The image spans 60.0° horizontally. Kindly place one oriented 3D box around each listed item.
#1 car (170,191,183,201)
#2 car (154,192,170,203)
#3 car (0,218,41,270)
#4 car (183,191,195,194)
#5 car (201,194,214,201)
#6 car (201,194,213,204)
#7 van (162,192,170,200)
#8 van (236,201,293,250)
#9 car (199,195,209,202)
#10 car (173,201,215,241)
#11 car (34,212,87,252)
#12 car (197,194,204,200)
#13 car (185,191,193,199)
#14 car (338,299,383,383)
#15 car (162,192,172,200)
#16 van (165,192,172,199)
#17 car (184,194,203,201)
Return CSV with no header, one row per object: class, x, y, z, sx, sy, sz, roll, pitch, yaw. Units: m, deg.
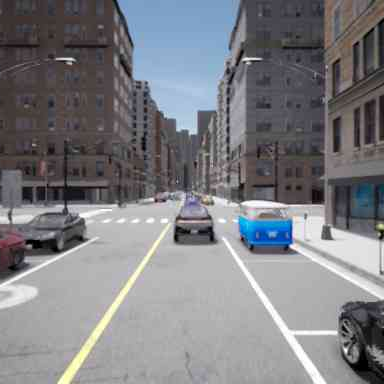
car,-3.478,1.068,71.760,2.097,1.767,4.553,0,0,-1
car,-6.037,1.063,63.795,2.192,1.841,5.009,0,0,-1
car,-5.671,1.550,8.212,1.802,1.307,4.206,0,0,0
car,-0.619,1.188,81.971,2.128,1.511,4.902,0,0,-1
car,2.639,1.319,53.032,1.752,1.417,4.829,0,0,-1
car,2.565,1.212,58.387,1.967,1.590,4.097,0,0,-1
van,-6.266,1.014,80.371,1.690,1.788,3.998,0,0,-1
van,2.852,1.289,13.673,1.690,1.788,3.998,0,0,0
car,2.412,1.289,69.439,1.947,1.339,4.313,0,0,-1
car,0.090,1.430,16.203,2.128,1.511,4.902,0,0,0
car,-5.672,1.514,13.663,1.947,1.339,4.313,0,0,0
car,2.182,1.228,86.015,1.802,1.307,4.206,0,0,-1
car,-0.763,0.734,92.416,2.150,2.045,5.566,0,0,-1
car,2.855,1.555,2.776,1.947,1.339,4.313,0,0,0
car,-6.343,0.962,85.896,2.192,1.841,5.009,0,0,-1
van,-6.417,0.961,91.420,1.690,1.788,3.998,0,0,-1
car,0.038,1.365,39.932,1.812,1.442,4.674,0,1,0
